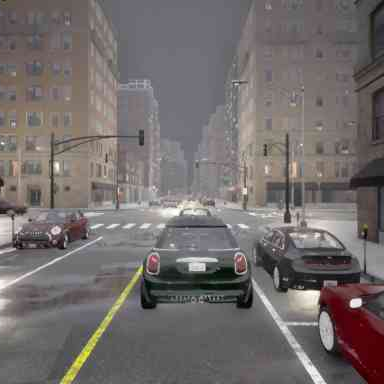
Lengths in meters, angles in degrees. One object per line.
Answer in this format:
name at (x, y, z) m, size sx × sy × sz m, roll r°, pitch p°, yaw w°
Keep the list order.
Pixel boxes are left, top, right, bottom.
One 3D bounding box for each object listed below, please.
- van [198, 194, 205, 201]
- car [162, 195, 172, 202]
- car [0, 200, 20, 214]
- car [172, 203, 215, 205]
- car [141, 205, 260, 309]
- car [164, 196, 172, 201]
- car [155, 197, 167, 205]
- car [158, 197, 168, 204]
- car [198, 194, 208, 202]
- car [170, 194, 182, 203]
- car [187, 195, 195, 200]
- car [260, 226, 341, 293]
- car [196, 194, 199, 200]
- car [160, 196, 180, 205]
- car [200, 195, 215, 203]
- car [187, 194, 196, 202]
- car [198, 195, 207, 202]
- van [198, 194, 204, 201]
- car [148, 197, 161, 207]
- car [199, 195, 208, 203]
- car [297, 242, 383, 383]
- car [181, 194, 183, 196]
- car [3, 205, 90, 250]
van at (2.454, 1.481, 85.615) m, size 1.690 × 1.788 × 3.998 m, roll 0°, pitch 0°, yaw 0°
car at (-6.034, 1.559, 80.058) m, size 1.967 × 1.590 × 4.097 m, roll 0°, pitch 0°, yaw 0°
car at (-17.594, 1.403, 30.197) m, size 5.008 × 1.535 × 1.882 m, roll 0°, pitch 0°, yaw -2°
car at (0.139, 1.497, 15.345) m, size 2.128 × 1.511 × 4.902 m, roll 0°, pitch 0°, yaw 0°
car at (0.069, 1.355, 8.043) m, size 2.097 × 1.767 × 4.553 m, roll 0°, pitch 0°, yaw -1°
car at (-6.073, 1.722, 85.565) m, size 1.802 × 1.307 × 4.206 m, roll 0°, pitch 0°, yaw 0°
car at (-5.922, 1.613, 63.533) m, size 1.887 × 1.381 × 4.507 m, roll 0°, pitch 0°, yaw 0°
car at (-5.960, 1.665, 69.041) m, size 1.802 × 1.307 × 4.206 m, roll 0°, pitch 0°, yaw 0°
car at (2.602, 1.595, 63.756) m, size 1.752 × 1.417 × 4.829 m, roll 0°, pitch 0°, yaw 0°
car at (-3.114, 1.562, 58.186) m, size 1.837 × 1.490 × 4.892 m, roll 0°, pitch 0°, yaw 0°
car at (-0.249, 1.543, 90.051) m, size 1.994 × 1.385 × 4.181 m, roll 0°, pitch 0°, yaw 0°
car at (2.698, 1.553, 8.645) m, size 2.008 × 1.369 × 4.403 m, roll 0°, pitch 0°, yaw 0°
car at (2.566, 1.399, 69.094) m, size 2.192 × 1.841 × 5.009 m, roll 0°, pitch 0°, yaw 0°
car at (-2.916, 1.634, 44.808) m, size 1.895 × 1.301 × 4.718 m, roll 0°, pitch 0°, yaw -2°
car at (2.679, 1.590, 52.572) m, size 1.887 × 1.381 × 4.507 m, roll 0°, pitch 0°, yaw 0°
car at (-0.181, 1.707, 80.076) m, size 1.895 × 1.301 × 4.718 m, roll 0°, pitch 0°, yaw 0°
car at (2.491, 1.560, 80.107) m, size 1.967 × 1.590 × 4.097 m, roll 0°, pitch 0°, yaw 0°
van at (2.415, 1.504, 91.122) m, size 1.690 × 1.788 × 3.998 m, roll 0°, pitch 0°, yaw 0°
car at (-5.847, 1.596, 52.517) m, size 2.008 × 1.369 × 4.403 m, roll 0°, pitch 0°, yaw 0°
car at (2.528, 1.541, 74.601) m, size 1.967 × 1.590 × 4.097 m, roll 0°, pitch 0°, yaw 0°
car at (2.684, 1.545, 3.154) m, size 1.887 × 1.381 × 4.507 m, roll 0°, pitch 0°, yaw 0°
car at (-3.117, 1.444, 70.738) m, size 2.097 × 1.767 × 4.553 m, roll 0°, pitch 0°, yaw 0°
car at (-5.813, 1.445, 14.156) m, size 1.967 × 1.590 × 4.097 m, roll 0°, pitch 0°, yaw 0°
